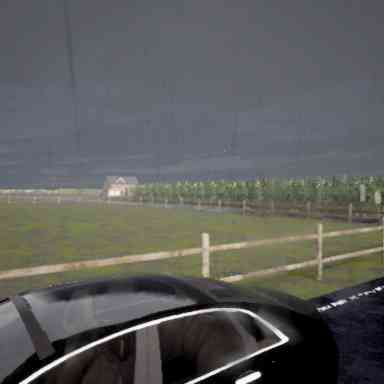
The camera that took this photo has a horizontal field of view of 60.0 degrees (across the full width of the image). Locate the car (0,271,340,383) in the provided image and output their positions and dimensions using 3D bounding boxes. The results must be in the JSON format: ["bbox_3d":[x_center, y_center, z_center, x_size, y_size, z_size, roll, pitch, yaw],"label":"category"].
[{"bbox_3d":[-0.864,1.507,2.443,4.892,1.490,1.837,0,0,-35],"label":"car"}]
